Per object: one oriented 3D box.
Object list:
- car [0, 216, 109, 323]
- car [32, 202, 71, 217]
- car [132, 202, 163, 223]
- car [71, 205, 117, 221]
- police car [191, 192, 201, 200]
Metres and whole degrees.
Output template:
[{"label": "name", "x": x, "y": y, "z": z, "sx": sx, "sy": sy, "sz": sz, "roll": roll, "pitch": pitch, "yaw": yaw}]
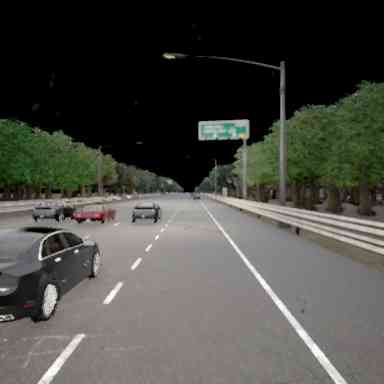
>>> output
[{"label": "car", "x": -3.393, "y": 1.504, "z": 7.211, "sx": 1.837, "sy": 1.490, "sz": 4.892, "roll": 0, "pitch": 0, "yaw": 0}, {"label": "car", "x": -10.352, "y": 1.478, "z": 25.403, "sx": 2.128, "sy": 1.511, "sz": 4.902, "roll": 0, "pitch": 0, "yaw": 0}, {"label": "car", "x": -3.352, "y": 1.477, "z": 25.447, "sx": 2.128, "sy": 1.511, "sz": 4.902, "roll": 0, "pitch": 0, "yaw": 0}, {"label": "car", "x": -6.857, "y": 1.588, "z": 24.225, "sx": 1.895, "sy": 1.301, "sz": 4.718, "roll": 0, "pitch": 0, "yaw": 0}, {"label": "police car", "x": 1.313, "y": 1.344, "z": 86.950, "sx": 1.930, "sy": 1.638, "sz": 5.238, "roll": 0, "pitch": 0, "yaw": 0}]
